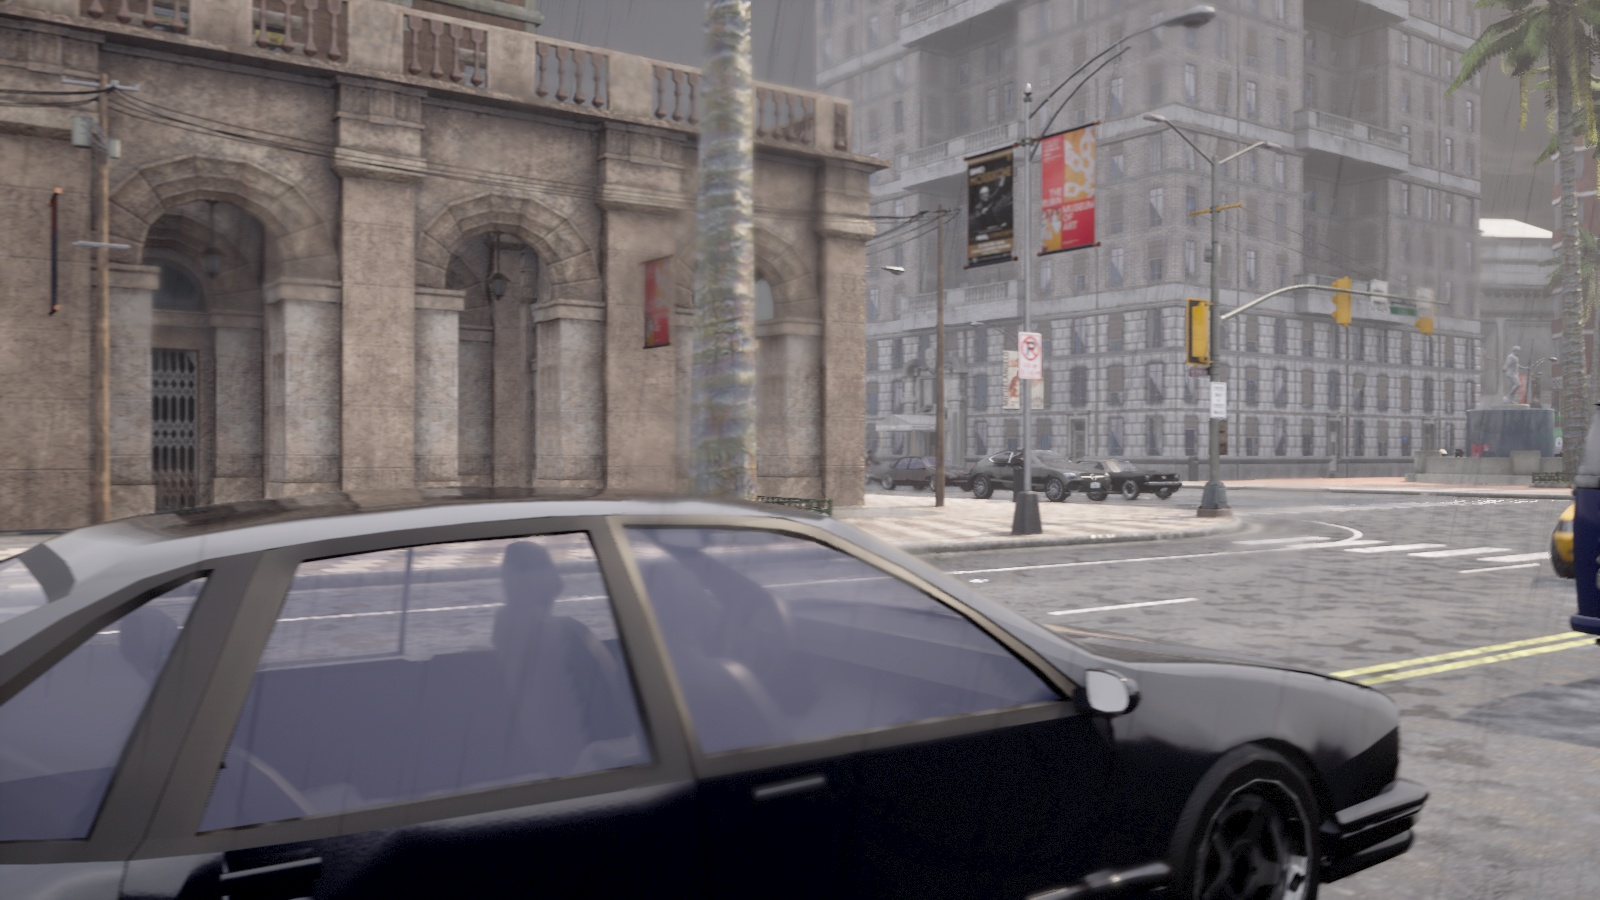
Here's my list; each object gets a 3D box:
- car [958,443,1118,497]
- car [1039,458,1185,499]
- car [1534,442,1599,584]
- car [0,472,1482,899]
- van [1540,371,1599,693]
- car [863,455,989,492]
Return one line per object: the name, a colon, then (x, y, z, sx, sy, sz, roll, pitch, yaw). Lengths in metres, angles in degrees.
car: (7.603, 0.607, 40.653, 2.152, 1.651, 5.027, 0, 0, -35)
car: (10.512, 0.928, 42.630, 1.895, 1.301, 4.718, 0, 0, -35)
car: (10.933, 0.699, 15.750, 1.801, 1.575, 5.366, 0, 0, 43)
car: (-0.677, 0.802, 3.188, 5.357, 1.411, 2.033, 0, 0, -35)
van: (7.062, 0.504, 8.571, 4.442, 1.987, 1.775, 0, 0, -35)
car: (4.992, 0.906, 50.511, 2.033, 1.411, 5.357, 0, 0, -35)
